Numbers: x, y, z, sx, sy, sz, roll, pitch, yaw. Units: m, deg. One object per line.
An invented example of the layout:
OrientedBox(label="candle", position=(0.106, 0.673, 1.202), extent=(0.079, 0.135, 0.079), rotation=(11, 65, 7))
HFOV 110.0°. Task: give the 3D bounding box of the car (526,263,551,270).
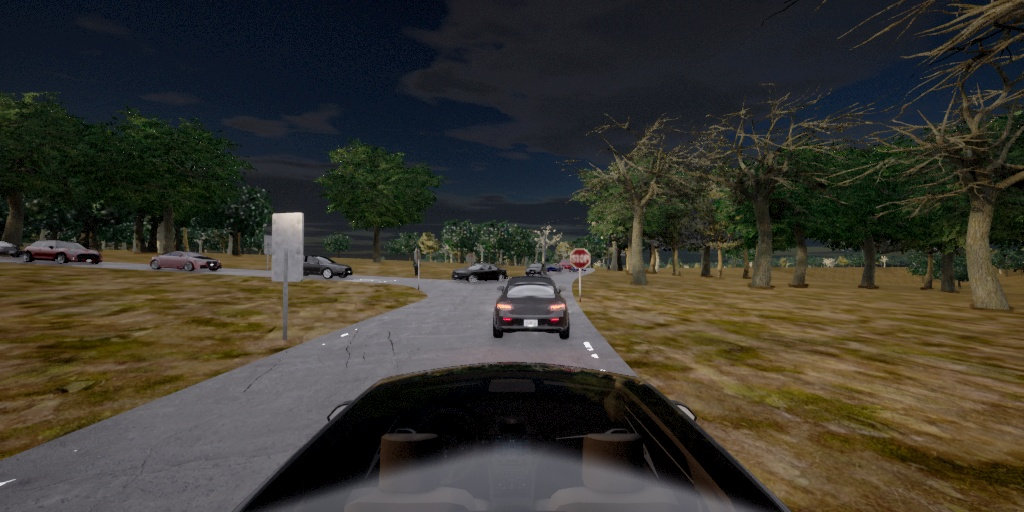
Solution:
OrientedBox(label="car", position=(2.864, 1.565, 41.411), extent=(1.837, 1.490, 4.892), rotation=(0, -1, 16))

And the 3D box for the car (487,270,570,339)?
OrientedBox(label="car", position=(0.538, 1.281, 10.018), extent=(1.812, 1.442, 4.674), rotation=(0, 0, 3))

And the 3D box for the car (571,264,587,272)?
OrientedBox(label="car", position=(11.121, 1.810, 58.145), extent=(1.882, 1.535, 5.008), rotation=(0, -1, 15))

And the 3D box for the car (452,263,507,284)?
OrientedBox(label="car", position=(-2.495, 1.324, 28.645), extent=(1.882, 1.535, 5.008), rotation=(3, 0, 42))

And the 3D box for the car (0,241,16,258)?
OrientedBox(label="car", position=(-46.013, -0.618, 31.629), extent=(4.674, 1.442, 1.812), rotation=(3, -1, 7))

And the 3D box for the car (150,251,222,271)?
OrientedBox(label="car", position=(-23.214, 0.350, 25.610), extent=(4.181, 1.385, 1.994), rotation=(2, -1, 7))

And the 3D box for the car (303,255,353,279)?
OrientedBox(label="car", position=(-13.322, 0.716, 24.386), extent=(4.892, 1.490, 1.837), rotation=(3, -1, 8))

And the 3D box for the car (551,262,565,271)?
OrientedBox(label="car", position=(5.907, 1.829, 51.624), extent=(1.895, 1.301, 4.718), rotation=(0, -1, 17))

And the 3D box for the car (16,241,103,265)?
OrientedBox(label="car", position=(-33.572, -0.312, 26.904), extent=(4.553, 1.767, 2.097), rotation=(2, -1, 7))

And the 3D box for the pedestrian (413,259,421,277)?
OrientedBox(label="pedestrian", position=(-8.022, 0.849, 30.159), extent=(0.375, 1.860, 0.375), rotation=(0, -4, 7))
